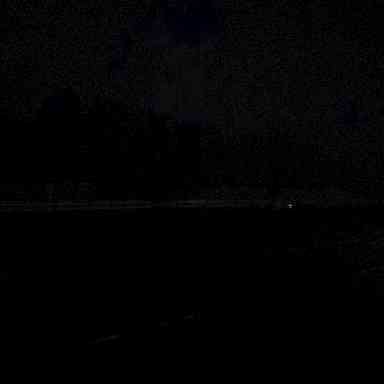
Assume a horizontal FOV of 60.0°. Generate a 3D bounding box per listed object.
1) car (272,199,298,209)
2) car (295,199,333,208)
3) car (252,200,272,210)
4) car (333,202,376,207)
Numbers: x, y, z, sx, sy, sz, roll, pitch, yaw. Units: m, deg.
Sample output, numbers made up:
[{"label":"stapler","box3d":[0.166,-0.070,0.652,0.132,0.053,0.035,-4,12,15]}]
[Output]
[{"label":"car","box3d":[11.893,1.584,38.258,4.553,1.767,2.097,1,0,-35]},{"label":"car","box3d":[13.811,1.778,35.333,5.357,1.411,2.033,1,0,-35]},{"label":"car","box3d":[9.558,1.705,40.879,5.008,1.535,1.882,1,-1,-35]},{"label":"car","box3d":[16.692,1.735,33.077,4.902,1.511,2.128,1,-1,-35]}]
